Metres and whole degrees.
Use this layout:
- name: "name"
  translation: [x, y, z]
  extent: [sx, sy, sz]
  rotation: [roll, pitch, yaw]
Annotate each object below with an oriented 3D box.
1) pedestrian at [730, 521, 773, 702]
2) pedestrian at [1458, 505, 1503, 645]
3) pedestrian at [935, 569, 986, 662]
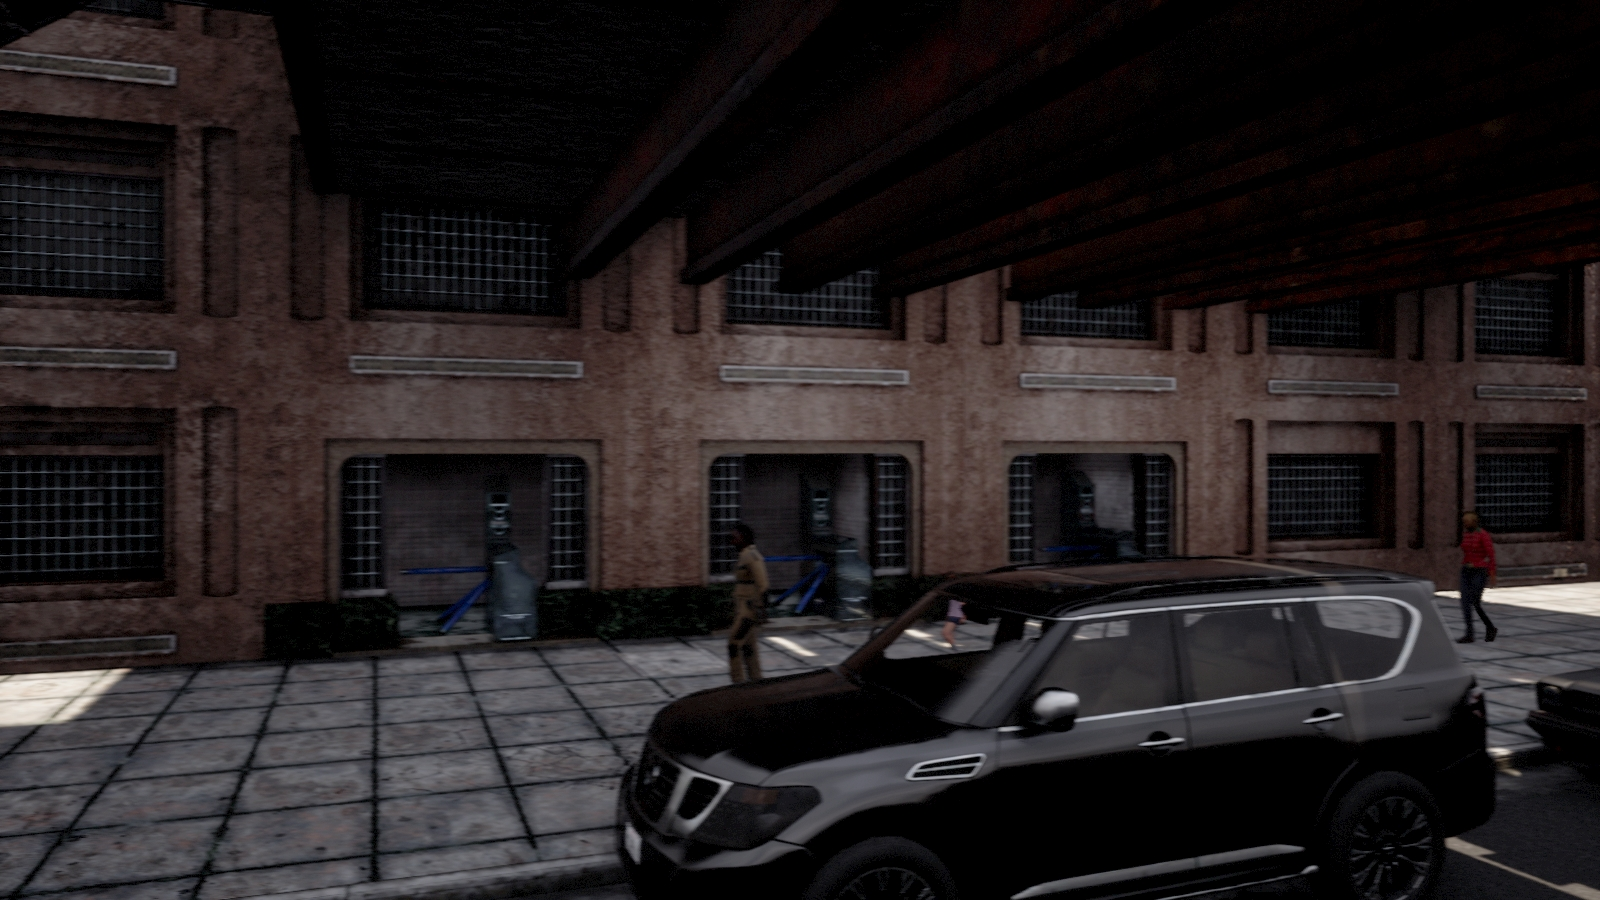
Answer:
- name: "pedestrian"
  translation: [-0.520, 1.696, 12.149]
  extent: [0.375, 1.860, 0.375]
  rotation: [0, 0, -18]
- name: "pedestrian"
  translation: [9.306, 1.696, 15.632]
  extent: [0.375, 1.860, 0.375]
  rotation: [0, 0, -15]
- name: "pedestrian"
  translation: [2.022, 2.076, 14.418]
  extent: [0.500, 1.100, 0.500]
  rotation: [0, 0, -10]
